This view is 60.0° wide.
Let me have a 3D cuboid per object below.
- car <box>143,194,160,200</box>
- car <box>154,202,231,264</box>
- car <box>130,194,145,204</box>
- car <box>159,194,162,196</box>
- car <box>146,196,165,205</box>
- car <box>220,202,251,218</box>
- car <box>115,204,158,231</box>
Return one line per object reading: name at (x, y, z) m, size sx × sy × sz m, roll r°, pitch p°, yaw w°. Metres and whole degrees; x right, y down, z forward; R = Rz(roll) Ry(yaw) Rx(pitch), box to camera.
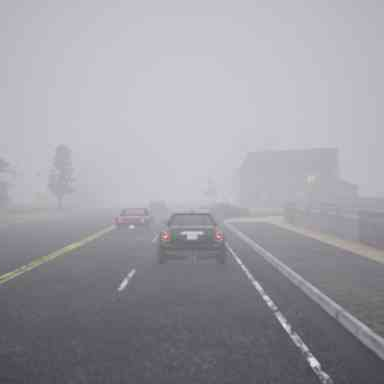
car at (-8.022, 1.675, 66.796) m, size 1.994 × 1.385 × 4.181 m, roll 0°, pitch 0°, yaw -1°
car at (-0.020, 1.378, 12.040) m, size 2.097 × 1.767 × 4.553 m, roll 0°, pitch 0°, yaw -1°
car at (-11.270, 1.598, 66.706) m, size 1.882 × 1.535 × 5.008 m, roll 0°, pitch 0°, yaw -1°
car at (-8.447, 1.196, 82.542) m, size 2.097 × 1.767 × 4.553 m, roll 0°, pitch 0°, yaw -2°
car at (-3.904, 1.554, 38.759) m, size 1.882 × 1.535 × 5.008 m, roll 0°, pitch 0°, yaw -2°
car at (2.847, 1.608, 29.385) m, size 5.357 × 1.411 × 2.033 m, roll 0°, pitch 0°, yaw -38°
car at (-3.434, 1.646, 20.849) m, size 1.895 × 1.301 × 4.718 m, roll 0°, pitch 0°, yaw -1°
